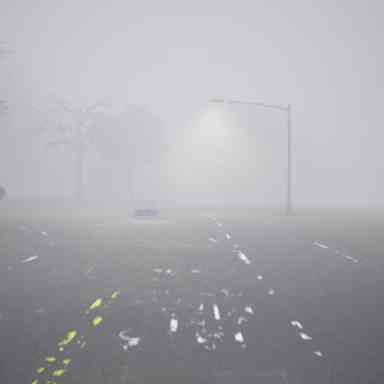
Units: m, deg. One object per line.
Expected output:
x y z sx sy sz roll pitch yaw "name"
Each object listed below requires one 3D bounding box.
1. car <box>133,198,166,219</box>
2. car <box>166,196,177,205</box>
-3.506 1.292 27.038 1.882 1.535 5.008 0 -1 0 "car"
-3.584 1.322 55.542 1.812 1.442 4.674 0 0 0 "car"
